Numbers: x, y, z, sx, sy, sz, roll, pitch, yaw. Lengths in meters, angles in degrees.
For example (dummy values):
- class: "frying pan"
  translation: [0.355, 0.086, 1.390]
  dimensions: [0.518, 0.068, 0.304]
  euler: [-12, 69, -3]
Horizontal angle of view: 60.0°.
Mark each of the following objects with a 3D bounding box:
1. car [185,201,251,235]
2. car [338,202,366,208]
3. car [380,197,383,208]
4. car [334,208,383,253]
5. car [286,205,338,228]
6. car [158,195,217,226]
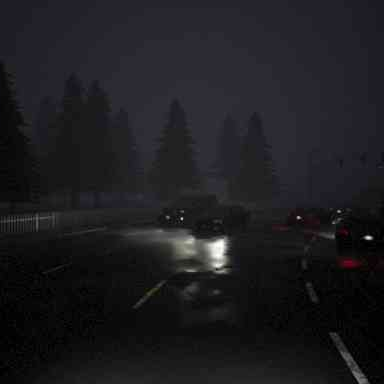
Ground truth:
- class: "car"
  translation: [1.820, 1.475, 19.231]
  dimensions: [1.882, 1.535, 5.008]
  euler: [0, 0, 30]
- class: "car"
  translation: [13.502, 1.561, 28.401]
  dimensions: [4.181, 1.385, 1.994]
  euler: [0, 0, -41]
- class: "car"
  translation: [17.013, 1.214, 26.376]
  dimensions: [5.566, 2.045, 2.150]
  euler: [1, -1, -37]
- class: "car"
  translation: [6.909, 1.563, 13.381]
  dimensions: [1.994, 1.385, 4.181]
  euler: [0, 0, 23]
- class: "car"
  translation: [7.874, 1.561, 22.161]
  dimensions: [1.994, 1.385, 4.181]
  euler: [0, 0, 39]
- class: "car"
  translation: [-0.039, 1.218, 23.054]
  dimensions: [2.150, 2.045, 5.566]
  euler: [0, 0, 32]
